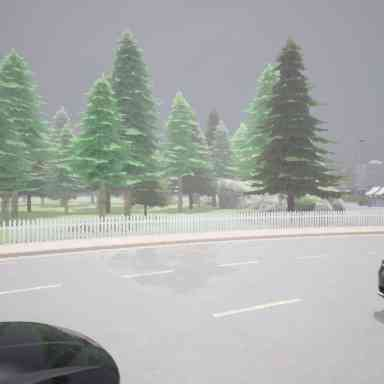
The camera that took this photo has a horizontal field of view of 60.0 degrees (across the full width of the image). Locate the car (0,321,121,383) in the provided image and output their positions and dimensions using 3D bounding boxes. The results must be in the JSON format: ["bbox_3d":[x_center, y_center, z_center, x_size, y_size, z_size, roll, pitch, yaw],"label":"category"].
[{"bbox_3d":[-2.776,1.478,1.583,5.008,1.535,1.882,0,0,-37],"label":"car"}]

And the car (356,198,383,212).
[{"bbox_3d":[22.838,1.546,41.412,2.128,1.511,4.902,0,0,-4],"label":"car"}]

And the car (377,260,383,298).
[{"bbox_3d":[5.691,1.492,6.138,4.902,1.511,2.128,0,0,-23],"label":"car"}]

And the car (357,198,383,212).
[{"bbox_3d":[19.682,1.619,35.904,1.994,1.385,4.181,0,0,-4],"label":"car"}]
